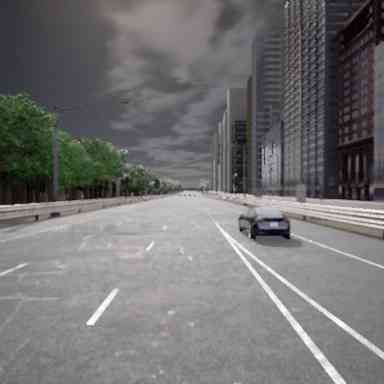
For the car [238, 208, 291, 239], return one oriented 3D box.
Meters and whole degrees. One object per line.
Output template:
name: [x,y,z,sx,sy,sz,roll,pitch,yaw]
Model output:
car: [3.686,1.537,17.553,2.163,1.488,4.792,0,0,-2]
